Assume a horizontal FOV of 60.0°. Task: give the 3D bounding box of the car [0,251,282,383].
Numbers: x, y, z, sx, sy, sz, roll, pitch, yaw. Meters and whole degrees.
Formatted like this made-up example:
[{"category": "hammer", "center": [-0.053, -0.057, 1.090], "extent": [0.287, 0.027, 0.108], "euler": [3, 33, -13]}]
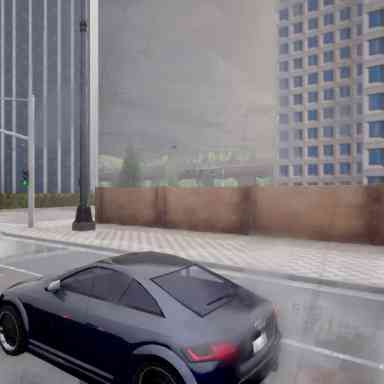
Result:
[{"category": "car", "center": [-0.930, 1.564, 4.665], "extent": [4.181, 1.385, 1.994], "euler": [0, 0, 35]}]
